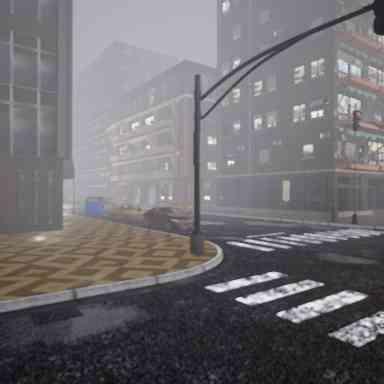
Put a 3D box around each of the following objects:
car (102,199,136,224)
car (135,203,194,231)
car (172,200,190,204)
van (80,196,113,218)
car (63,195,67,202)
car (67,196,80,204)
[{"bbox_3d":[-4.689,1.460,24.423,1.752,1.417,4.829,0,0,-36],"label":"car"},{"bbox_3d":[-1.490,1.527,19.958,1.802,1.307,4.206,0,0,-36],"label":"car"},{"bbox_3d":[-1.376,1.490,34.184,1.752,1.417,4.829,0,0,-36],"label":"car"},{"bbox_3d":[-8.087,1.267,29.165,1.690,1.788,3.998,0,0,-36],"label":"van"},{"bbox_3d":[-27.669,1.363,70.874,1.967,1.590,4.097,0,0,-36],"label":"car"},{"bbox_3d":[-21.171,1.450,61.806,1.752,1.417,4.829,0,0,-36],"label":"car"}]
